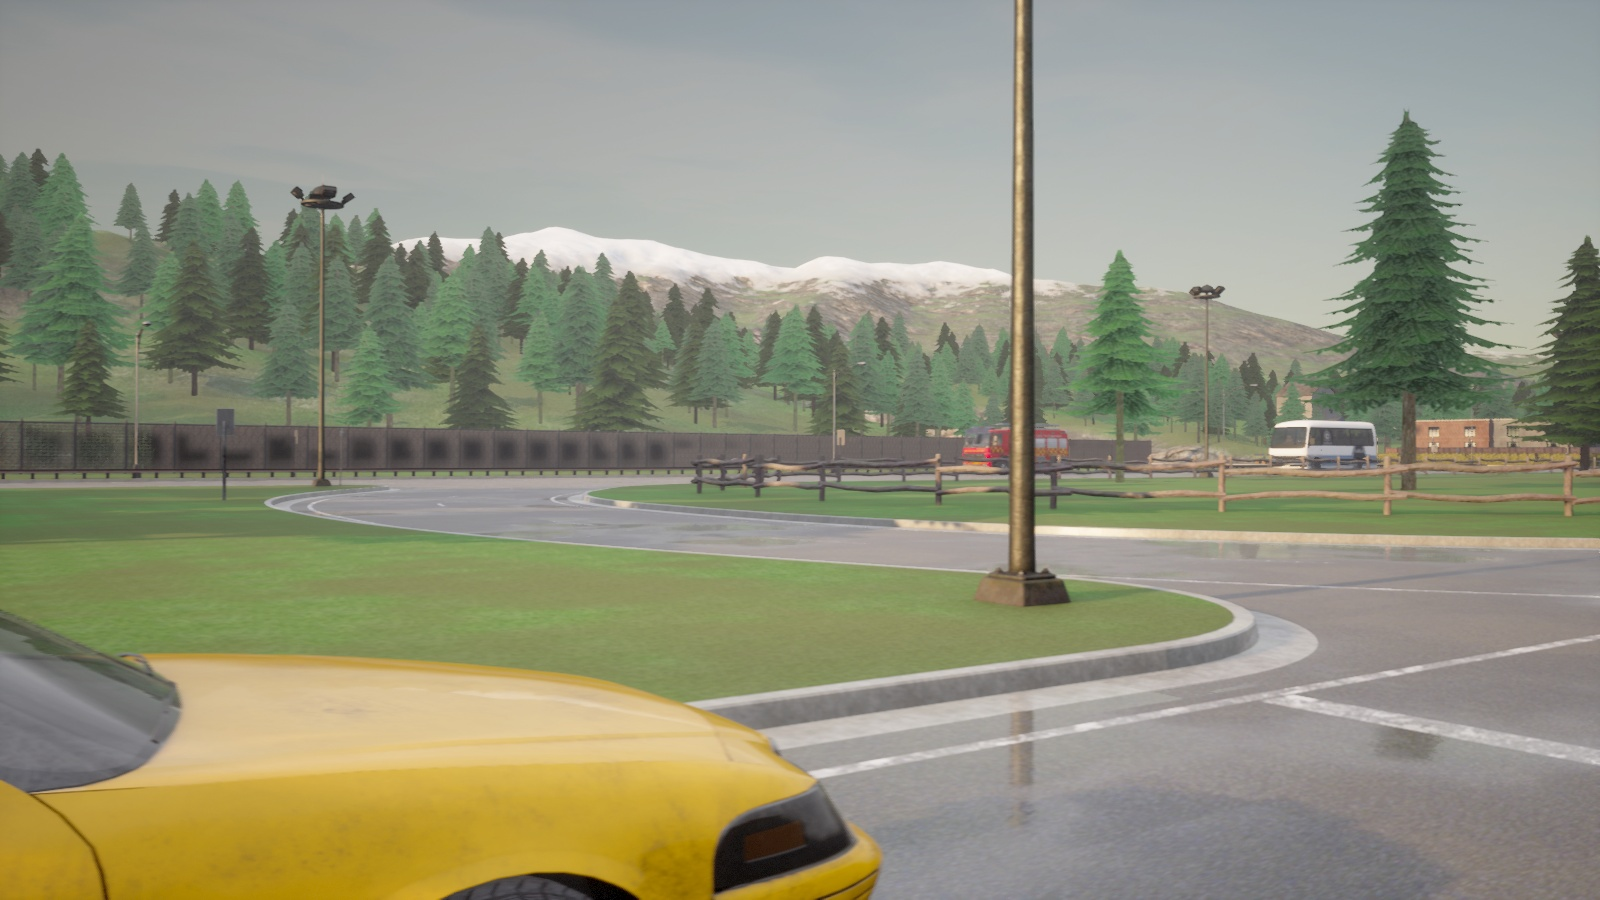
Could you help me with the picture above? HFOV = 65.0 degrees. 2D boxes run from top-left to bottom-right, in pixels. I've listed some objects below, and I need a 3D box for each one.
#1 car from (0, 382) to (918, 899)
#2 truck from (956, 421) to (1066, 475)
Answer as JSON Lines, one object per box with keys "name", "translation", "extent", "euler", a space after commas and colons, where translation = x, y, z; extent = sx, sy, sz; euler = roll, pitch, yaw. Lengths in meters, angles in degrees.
{"name": "car", "translation": [-2.459, 0.691, 1.947], "extent": [5.366, 1.575, 1.801], "euler": [0, 0, -35]}
{"name": "truck", "translation": [15.731, -0.120, 93.218], "extent": [8.468, 3.827, 2.891], "euler": [0, 0, -35]}
